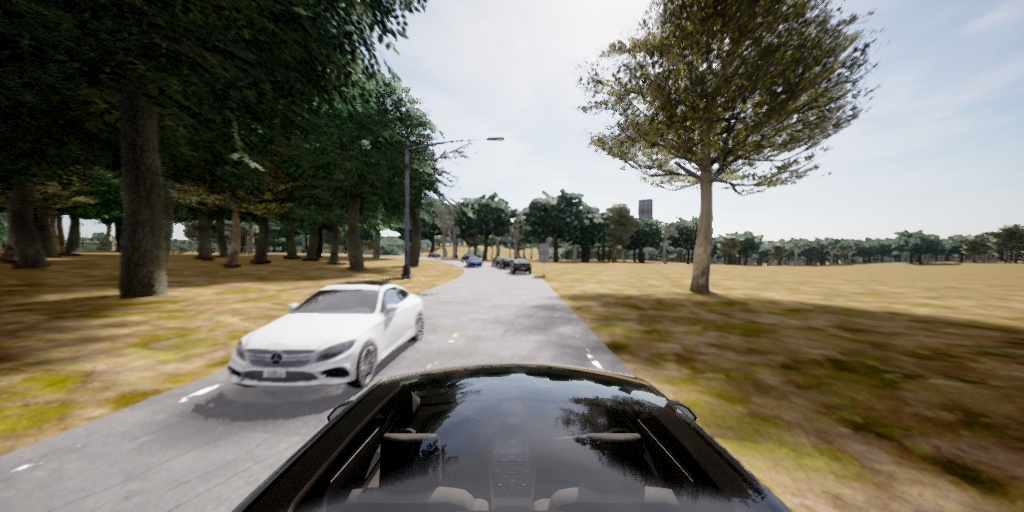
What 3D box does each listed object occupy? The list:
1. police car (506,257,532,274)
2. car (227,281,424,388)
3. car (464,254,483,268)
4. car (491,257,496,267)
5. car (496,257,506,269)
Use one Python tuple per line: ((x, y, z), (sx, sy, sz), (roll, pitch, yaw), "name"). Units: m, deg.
((0.866, 0.984, 37.753), (1.930, 1.638, 5.238), (0, 1, -5), "police car")
((-3.031, 1.247, 6.971), (1.812, 1.442, 4.674), (0, 0, 1), "car")
((-5.319, 0.850, 50.631), (1.882, 1.535, 5.008), (0, 1, -12), "car")
((-1.848, 0.830, 53.749), (1.837, 1.490, 4.892), (0, 1, -14), "car")
((-0.547, 0.911, 47.758), (1.882, 1.535, 5.008), (0, 1, -11), "car")
